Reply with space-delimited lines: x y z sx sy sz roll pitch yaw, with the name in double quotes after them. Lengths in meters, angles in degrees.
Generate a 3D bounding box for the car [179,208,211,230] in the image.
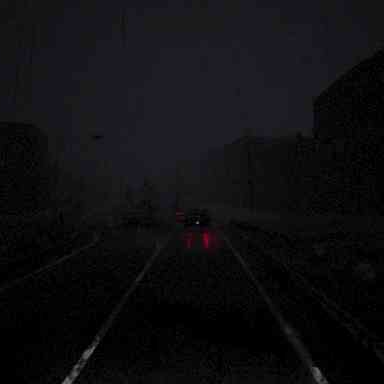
0.368 2.010 24.849 2.128 1.511 4.902 0 -3 0 "car"

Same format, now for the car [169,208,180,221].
-1.808 2.794 42.558 2.128 1.511 4.902 0 0 -12 "car"
